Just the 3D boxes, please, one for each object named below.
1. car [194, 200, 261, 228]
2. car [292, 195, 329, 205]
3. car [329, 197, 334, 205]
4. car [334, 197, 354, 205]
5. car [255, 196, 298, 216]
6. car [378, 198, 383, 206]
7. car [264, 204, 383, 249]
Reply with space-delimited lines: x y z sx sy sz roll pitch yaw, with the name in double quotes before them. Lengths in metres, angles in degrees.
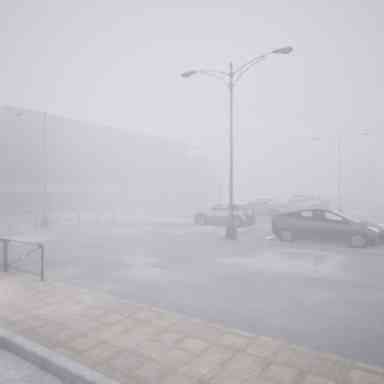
"car" 2.081 1.423 21.423 3.806 1.475 1.970 0 0 35
"car" 12.823 1.267 37.354 3.866 1.878 1.905 0 0 35
"car" 14.150 1.288 39.972 4.605 1.855 1.932 0 0 35
"car" 24.910 1.564 55.125 3.633 1.501 1.845 0 0 35
"car" 5.493 1.344 26.868 5.027 1.636 2.152 0 0 35
"car" 29.284 1.575 48.431 3.806 1.475 1.970 0 0 35
"car" 5.760 1.489 14.382 4.514 1.523 2.007 0 0 35
